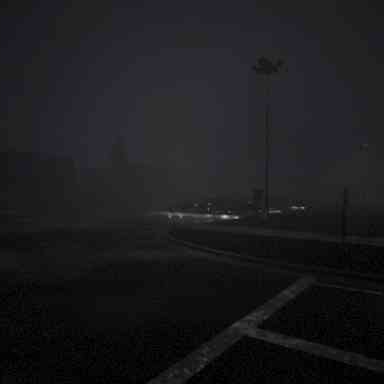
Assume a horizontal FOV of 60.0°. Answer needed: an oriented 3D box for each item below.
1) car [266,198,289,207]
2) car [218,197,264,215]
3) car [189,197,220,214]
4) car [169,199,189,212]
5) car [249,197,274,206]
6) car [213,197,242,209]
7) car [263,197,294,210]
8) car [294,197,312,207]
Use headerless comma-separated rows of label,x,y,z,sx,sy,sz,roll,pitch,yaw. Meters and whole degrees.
car,13.324,1.567,51.720,1.895,1.301,4.718,0,0,35
car,5.081,1.521,33.832,2.033,1.411,5.357,0,0,35
car,2.148,1.319,35.742,2.097,1.767,4.553,0,0,35
car,-0.703,1.487,37.740,1.812,1.442,4.674,0,0,34
car,11.630,1.508,55.377,2.033,1.411,5.357,0,0,35
car,5.029,1.466,45.980,1.837,1.490,4.892,0,0,35
car,10.808,1.478,42.031,1.837,1.490,4.892,0,0,35
car,16.888,1.520,50.724,2.033,1.411,5.357,0,0,35
